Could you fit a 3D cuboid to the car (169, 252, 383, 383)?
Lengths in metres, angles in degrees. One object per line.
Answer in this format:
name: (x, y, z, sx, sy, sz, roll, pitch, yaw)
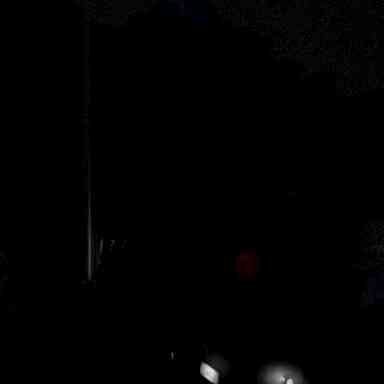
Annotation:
car: (1.797, 1.552, 4.339, 4.181, 1.385, 1.994, 0, 0, -35)
